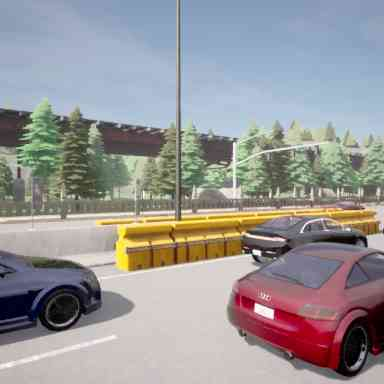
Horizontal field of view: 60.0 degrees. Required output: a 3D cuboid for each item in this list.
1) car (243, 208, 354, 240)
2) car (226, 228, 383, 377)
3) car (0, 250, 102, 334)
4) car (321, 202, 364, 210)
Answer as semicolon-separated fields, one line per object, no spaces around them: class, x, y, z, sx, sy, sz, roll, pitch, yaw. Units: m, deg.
car;3.796;1.491;10.762;4.902;1.511;2.128;0;0;-36
car;2.603;1.564;5.616;4.181;1.385;1.994;0;0;-35
car;-3.664;1.564;5.429;4.181;1.385;1.994;0;0;-36
car;14.113;1.601;31.293;4.718;1.301;1.895;0;0;-36
